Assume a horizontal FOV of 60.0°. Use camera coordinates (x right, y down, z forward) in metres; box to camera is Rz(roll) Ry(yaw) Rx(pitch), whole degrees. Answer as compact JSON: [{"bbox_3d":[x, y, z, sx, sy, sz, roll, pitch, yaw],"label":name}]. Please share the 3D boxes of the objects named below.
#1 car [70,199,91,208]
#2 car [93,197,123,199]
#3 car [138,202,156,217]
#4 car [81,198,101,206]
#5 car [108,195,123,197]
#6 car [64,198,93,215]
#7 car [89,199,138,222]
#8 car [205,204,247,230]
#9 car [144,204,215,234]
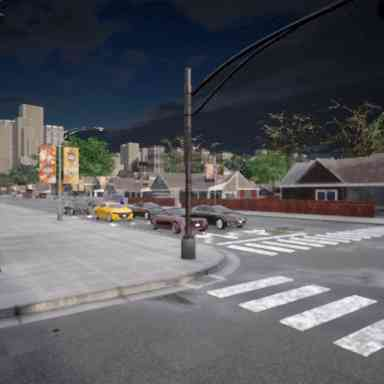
[{"bbox_3d":[-19.408,1.873,57.612,2.033,1.411,5.357,0,0,-34],"label":"car"},{"bbox_3d":[-9.982,1.687,38.452,1.882,1.535,5.008,0,0,-35],"label":"car"},{"bbox_3d":[-4.007,1.652,30.034,1.837,1.490,4.892,0,0,-36],"label":"car"},{"bbox_3d":[-19.093,1.891,62.626,2.033,1.411,5.357,0,0,-35],"label":"car"},{"bbox_3d":[-12.942,1.507,54.146,2.150,2.045,5.566,0,0,-36],"label":"car"},{"bbox_3d":[-12.796,1.719,36.803,1.837,1.490,4.892,0,0,-35],"label":"car"},{"bbox_3d":[-6.800,1.630,28.373,1.882,1.535,5.008,0,0,-35],"label":"car"},{"bbox_3d":[1.569,1.592,22.195,1.837,1.490,4.892,0,0,-35],"label":"car"},{"bbox_3d":[-0.853,1.652,19.993,1.994,1.385,4.181,0,0,-35],"label":"car"}]
